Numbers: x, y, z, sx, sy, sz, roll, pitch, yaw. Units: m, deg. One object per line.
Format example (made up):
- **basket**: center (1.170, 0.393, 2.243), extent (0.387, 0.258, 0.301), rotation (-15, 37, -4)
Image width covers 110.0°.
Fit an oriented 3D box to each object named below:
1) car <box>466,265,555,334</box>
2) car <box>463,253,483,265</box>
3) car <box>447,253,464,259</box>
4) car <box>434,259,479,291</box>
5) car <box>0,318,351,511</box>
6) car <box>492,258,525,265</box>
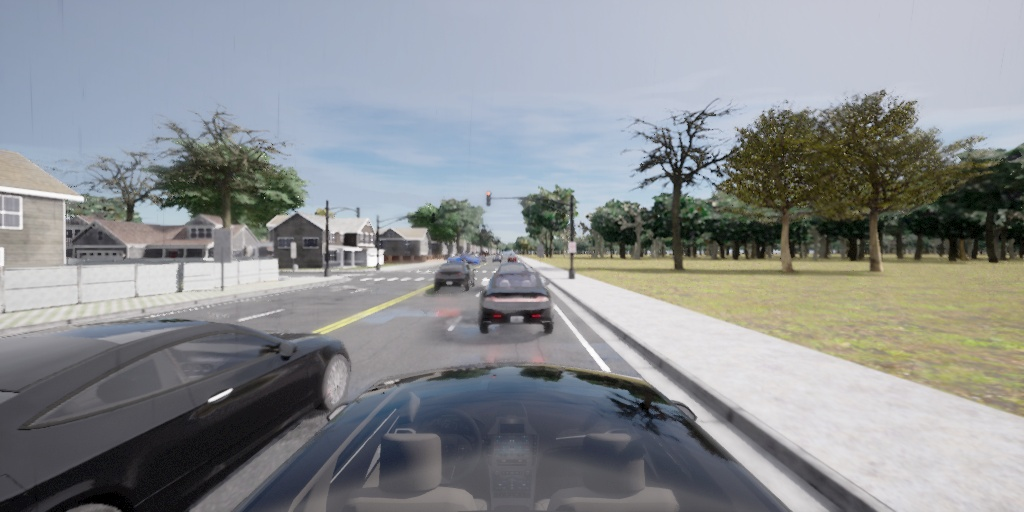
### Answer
- **car**: center (0.105, 1.172, 10.353), extent (2.128, 1.511, 4.902), rotation (0, 0, 0)
- **car**: center (-6.527, 0.734, 60.288), extent (1.882, 1.535, 5.008), rotation (0, 1, 1)
- **car**: center (-9.777, 0.734, 60.289), extent (1.882, 1.535, 5.008), rotation (0, 1, 1)
- **car**: center (-3.136, 1.103, 20.201), extent (1.837, 1.490, 4.892), rotation (0, 0, -1)
- **car**: center (-3.147, 1.264, 3.072), extent (1.812, 1.442, 4.674), rotation (0, 0, 0)
- **car**: center (0.051, 1.081, 19.808), extent (1.882, 1.535, 5.008), rotation (0, 0, 1)
